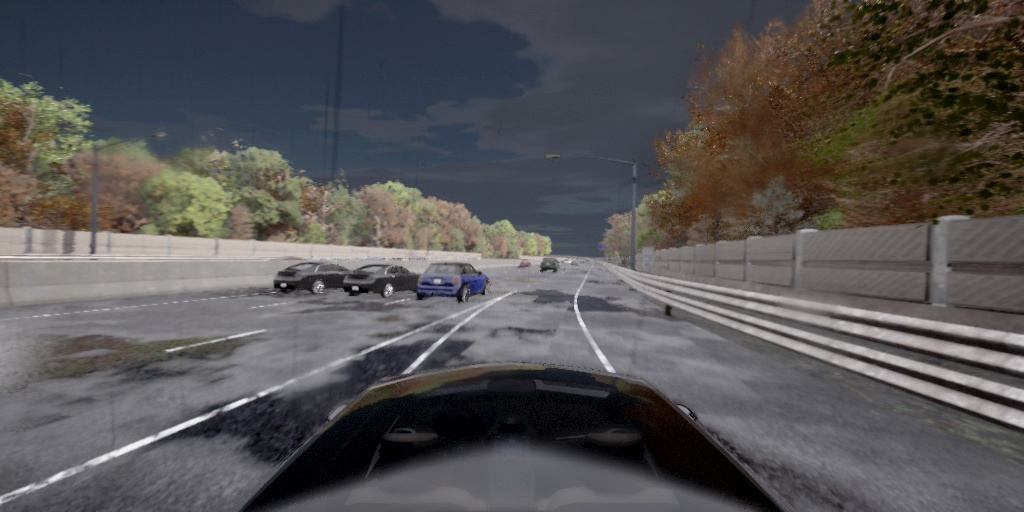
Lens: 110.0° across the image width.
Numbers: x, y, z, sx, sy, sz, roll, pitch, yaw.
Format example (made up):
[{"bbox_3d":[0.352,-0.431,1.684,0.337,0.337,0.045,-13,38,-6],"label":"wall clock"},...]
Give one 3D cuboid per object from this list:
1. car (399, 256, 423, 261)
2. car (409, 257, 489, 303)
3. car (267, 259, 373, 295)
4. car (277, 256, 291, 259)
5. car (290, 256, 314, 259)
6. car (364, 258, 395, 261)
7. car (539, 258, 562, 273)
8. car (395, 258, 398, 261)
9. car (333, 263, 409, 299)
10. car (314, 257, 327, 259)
[{"bbox_3d":[-14.986,1.086,56.065,2.128,1.511,4.902,1,0,14],"label":"car"},{"bbox_3d":[-2.559,1.067,16.624,2.097,1.767,4.553,1,0,13],"label":"car"},{"bbox_3d":[-9.430,1.057,18.000,1.837,1.490,4.892,1,0,13],"label":"car"},{"bbox_3d":[-25.709,0.730,40.965,1.882,1.535,5.008,1,0,14],"label":"car"},{"bbox_3d":[-22.186,0.865,40.683,1.812,1.442,4.674,1,0,14],"label":"car"},{"bbox_3d":[-15.318,0.983,39.341,1.882,1.535,5.008,1,0,14],"label":"car"},{"bbox_3d":[5.491,1.306,51.267,2.150,2.045,5.566,1,0,13],"label":"car"},{"bbox_3d":[-18.422,1.074,56.710,1.994,1.385,4.181,1,0,14],"label":"car"},{"bbox_3d":[-5.995,1.140,17.323,1.837,1.490,4.892,1,0,13],"label":"car"},{"bbox_3d":[-18.914,1.016,39.345,1.895,1.301,4.718,1,0,14],"label":"car"}]
